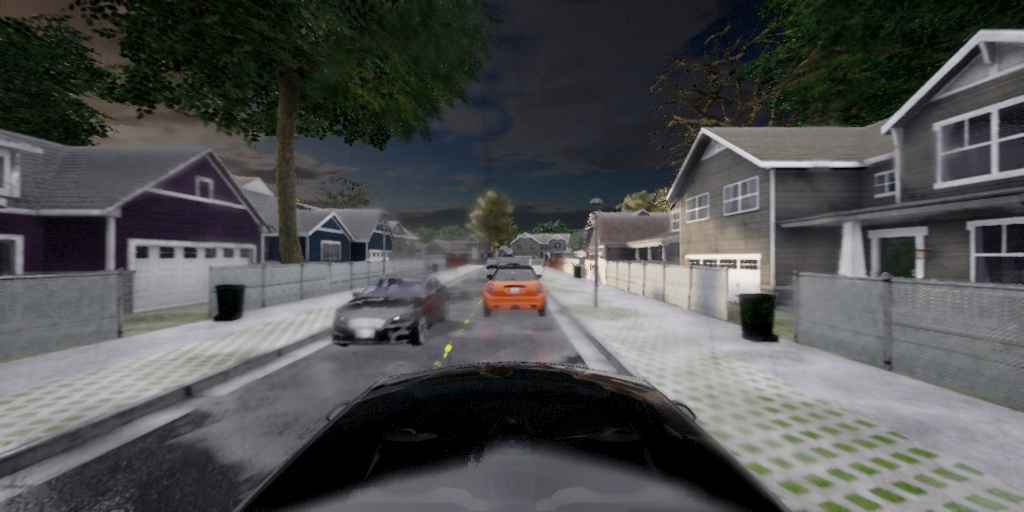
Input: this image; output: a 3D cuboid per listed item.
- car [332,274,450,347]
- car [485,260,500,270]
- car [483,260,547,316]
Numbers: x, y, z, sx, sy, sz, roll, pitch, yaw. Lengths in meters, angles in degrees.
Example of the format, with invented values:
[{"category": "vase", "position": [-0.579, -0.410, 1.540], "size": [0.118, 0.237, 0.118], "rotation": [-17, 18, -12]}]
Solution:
[{"category": "car", "position": [-2.849, 1.242, 9.418], "size": [2.128, 1.511, 4.902], "rotation": [0, 0, 0]}, {"category": "car", "position": [-2.810, 1.268, 52.456], "size": [1.837, 1.490, 4.892], "rotation": [0, -1, 0]}, {"category": "car", "position": [0.101, 1.104, 13.519], "size": [2.097, 1.767, 4.553], "rotation": [0, 0, 0]}]
